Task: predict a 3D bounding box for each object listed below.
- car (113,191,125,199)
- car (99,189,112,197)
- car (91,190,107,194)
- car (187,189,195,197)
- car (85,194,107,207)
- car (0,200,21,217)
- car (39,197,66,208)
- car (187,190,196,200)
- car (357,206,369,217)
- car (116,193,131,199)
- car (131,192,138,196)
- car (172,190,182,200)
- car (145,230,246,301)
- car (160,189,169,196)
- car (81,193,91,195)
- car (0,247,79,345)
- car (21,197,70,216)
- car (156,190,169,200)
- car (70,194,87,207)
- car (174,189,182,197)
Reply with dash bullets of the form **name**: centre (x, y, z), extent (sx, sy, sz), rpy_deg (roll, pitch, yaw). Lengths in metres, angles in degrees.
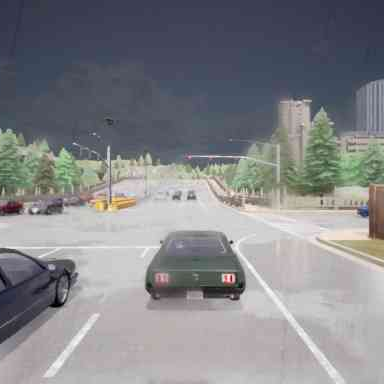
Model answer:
- **car**: centre (-17.623, 0.719, 80.903), extent (1.994, 1.385, 4.181), rpy_deg (0, 4, 0)
- **car**: centre (-21.127, 0.299, 81.566), extent (1.882, 1.535, 5.008), rpy_deg (0, 4, 0)
- **car**: centre (-17.553, 1.177, 65.838), extent (2.150, 2.045, 5.566), rpy_deg (0, 1, 0)
- **car**: centre (-0.159, 0.222, 87.456), extent (2.033, 1.411, 5.357), rpy_deg (0, 7, 0)
- **car**: centre (-14.095, 1.478, 50.446), extent (1.882, 1.535, 5.008), rpy_deg (0, 0, 0)
- **car**: centre (-17.598, 1.477, 30.968), extent (1.882, 1.535, 5.008), rpy_deg (0, 0, 0)
- **car**: centre (-21.092, 1.491, 50.605), extent (2.128, 1.511, 4.902), rpy_deg (0, 0, 0)
- **car**: centre (-0.104, 0.855, 77.387), extent (2.097, 1.767, 4.553), rpy_deg (0, 4, 0)
- **car**: centre (16.999, 1.478, 28.842), extent (5.008, 1.535, 1.882), rpy_deg (0, 0, 0)
- **car**: centre (-14.064, 1.449, 65.863), extent (2.128, 1.511, 4.902), rpy_deg (0, 1, 0)
- **car**: centre (-14.123, 0.691, 80.920), extent (1.812, 1.442, 4.674), rpy_deg (0, 4, 0)
- **car**: centre (-3.603, 1.019, 77.135), extent (1.837, 1.490, 4.892), rpy_deg (0, 4, 0)
- **car**: centre (0.108, 1.601, 8.304), extent (1.895, 1.301, 4.718), rpy_deg (0, 0, 1)
- **car**: centre (-7.161, 0.229, 87.868), extent (1.895, 1.301, 4.718), rpy_deg (0, 7, 0)
- **car**: centre (-21.042, 1.180, 66.059), extent (2.150, 2.045, 5.566), rpy_deg (0, 1, 0)
- **car**: centre (-3.431, 1.547, 4.894), extent (2.033, 1.411, 5.357), rpy_deg (0, 0, 0)
- **car**: centre (-14.098, 1.491, 32.321), extent (2.128, 1.511, 4.902), rpy_deg (0, 0, 0)
- **car**: centre (-7.102, 0.730, 77.233), extent (2.150, 2.045, 5.566), rpy_deg (0, 4, 0)
- **car**: centre (-17.593, 1.504, 50.113), extent (1.837, 1.490, 4.892), rpy_deg (0, 0, 0)
- **car**: centre (-3.659, 0.207, 87.435), extent (2.128, 1.511, 4.902), rpy_deg (0, 7, 0)
